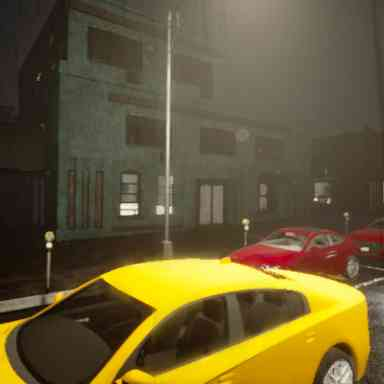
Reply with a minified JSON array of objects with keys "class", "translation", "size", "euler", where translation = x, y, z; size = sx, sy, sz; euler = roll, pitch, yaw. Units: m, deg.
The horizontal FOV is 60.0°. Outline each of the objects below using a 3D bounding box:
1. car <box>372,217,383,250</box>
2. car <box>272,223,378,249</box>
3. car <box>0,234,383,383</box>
[{"class":"car","translation":[7.263,1.541,11.728],"size":[4.507,1.381,1.887],"euler":[0,1,-35]},{"class":"car","translation":[2.719,1.580,8.487],"size":[4.206,1.307,1.802],"euler":[0,1,-35]},{"class":"car","translation":[-0.307,1.477,3.146],"size":[5.008,1.535,1.882],"euler":[0,0,-35]}]
